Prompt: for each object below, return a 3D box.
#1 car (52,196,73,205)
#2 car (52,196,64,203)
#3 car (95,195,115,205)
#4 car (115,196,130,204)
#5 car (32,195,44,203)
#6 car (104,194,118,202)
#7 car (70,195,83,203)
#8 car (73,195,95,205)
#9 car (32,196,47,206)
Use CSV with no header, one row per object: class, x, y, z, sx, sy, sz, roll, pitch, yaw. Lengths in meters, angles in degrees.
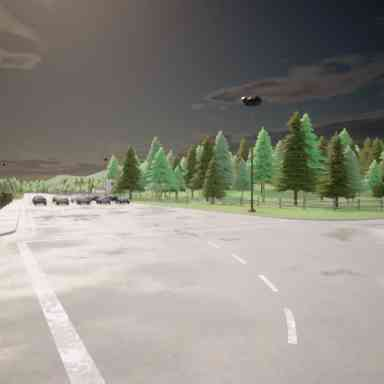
car,-22.410,1.491,57.460,2.128,1.511,4.902,0,0,-27
car,-26.533,1.427,65.685,1.895,1.301,4.718,0,0,-27
car,-16.152,1.491,60.597,2.128,1.511,4.902,0,0,-27
car,-13.037,1.601,62.193,1.895,1.301,4.718,0,0,-27
car,-29.649,1.385,64.089,1.994,1.385,4.181,0,0,-27
car,-17.133,1.310,70.364,1.882,1.535,5.008,0,0,-27
car,-23.391,1.356,67.227,1.812,1.442,4.674,0,0,-27
car,-19.281,1.491,59.029,2.128,1.511,4.902,0,0,-27
car,-25.699,1.505,56.347,1.837,1.490,4.892,0,0,-26
